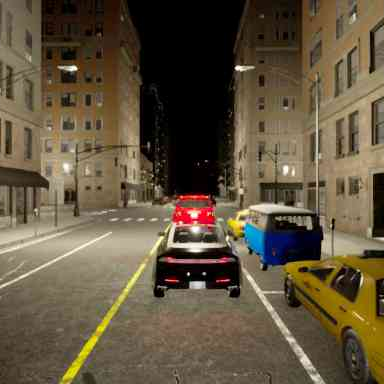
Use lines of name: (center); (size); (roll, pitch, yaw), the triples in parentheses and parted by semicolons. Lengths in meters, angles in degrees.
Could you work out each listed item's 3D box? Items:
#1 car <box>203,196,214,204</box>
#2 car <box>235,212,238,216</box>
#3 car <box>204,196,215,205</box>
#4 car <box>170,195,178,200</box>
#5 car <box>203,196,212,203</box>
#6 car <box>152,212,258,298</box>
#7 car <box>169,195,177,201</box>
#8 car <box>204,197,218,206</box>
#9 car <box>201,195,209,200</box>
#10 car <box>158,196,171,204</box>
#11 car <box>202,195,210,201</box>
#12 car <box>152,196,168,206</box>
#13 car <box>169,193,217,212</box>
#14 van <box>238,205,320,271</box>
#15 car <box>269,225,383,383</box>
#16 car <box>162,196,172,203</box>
car: (3.183, 1.539, 64.981); (2.008, 1.369, 4.403); (1, 0, 1)
car: (2.689, 1.524, 16.427); (1.752, 1.417, 4.829); (1, 0, 0)
car: (3.108, 1.535, 59.451); (1.887, 1.381, 4.507); (1, 0, 1)
car: (-4.966, 1.544, 92.734); (1.947, 1.339, 4.313); (1, 0, 1)
car: (3.258, 1.531, 70.511); (1.887, 1.381, 4.507); (1, 0, 1)
car: (0.105, 1.491, 8.513); (2.128, 1.511, 4.902); (0, 0, 0)
car: (-5.043, 1.506, 87.035); (1.752, 1.417, 4.829); (1, 0, 1)
car: (3.033, 1.558, 53.921); (1.947, 1.339, 4.313); (1, 0, 1)
car: (3.558, 1.527, 92.632); (2.008, 1.369, 4.403); (1, 0, 1)
car: (-5.342, 1.540, 65.090); (2.008, 1.369, 4.403); (1, 0, 1)
car: (3.408, 1.548, 81.572); (1.947, 1.339, 4.313); (1, 0, 1)
car: (-5.492, 1.575, 54.032); (1.802, 1.307, 4.206); (1, 0, 1)
car: (0.115, 1.221, 18.698); (2.150, 2.045, 5.566); (0, 0, 0)
van: (2.686, 1.340, 10.584); (1.690, 1.788, 3.998); (1, 0, 0)
car: (2.679, 1.525, 5.080); (1.752, 1.417, 4.829); (1, 0, 0)
car: (-5.266, 1.532, 70.619); (1.887, 1.381, 4.507); (1, 0, 1)
